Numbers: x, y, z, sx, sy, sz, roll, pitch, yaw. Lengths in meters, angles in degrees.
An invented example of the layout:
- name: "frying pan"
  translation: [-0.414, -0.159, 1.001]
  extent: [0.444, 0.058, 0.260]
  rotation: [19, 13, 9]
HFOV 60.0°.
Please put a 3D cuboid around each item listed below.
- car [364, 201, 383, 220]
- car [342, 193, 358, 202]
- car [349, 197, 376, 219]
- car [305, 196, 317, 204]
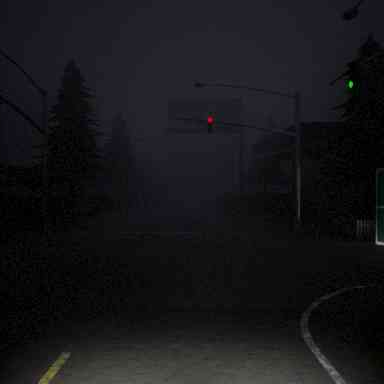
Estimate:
- name: "car"
  translation: [18.707, 1.672, 30.647]
  extent: [4.611, 1.667, 2.242]
  rotation: [0, 0, 0]
- name: "car"
  translation: [34.936, 1.489, 71.829]
  extent: [2.007, 1.523, 4.514]
  rotation: [0, 0, 0]
- name: "car"
  translation: [14.378, 1.504, 24.979]
  extent: [3.866, 1.878, 1.905]
  rotation: [0, 0, 0]
- name: "car"
  translation: [22.529, 1.552, 64.042]
  extent: [1.970, 1.475, 3.806]
  rotation: [0, 0, 0]
